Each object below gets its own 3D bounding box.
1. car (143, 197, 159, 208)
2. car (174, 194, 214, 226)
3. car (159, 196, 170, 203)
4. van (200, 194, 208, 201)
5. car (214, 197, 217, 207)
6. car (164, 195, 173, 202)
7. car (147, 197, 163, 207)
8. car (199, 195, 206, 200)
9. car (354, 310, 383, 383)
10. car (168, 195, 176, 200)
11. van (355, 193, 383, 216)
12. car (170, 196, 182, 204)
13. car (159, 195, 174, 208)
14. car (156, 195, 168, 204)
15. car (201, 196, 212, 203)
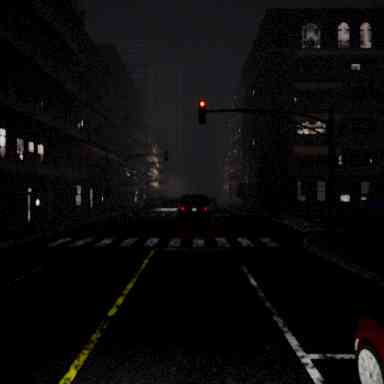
[{"bbox_3d":[-5.575,1.505,45.534,2.008,1.369,4.403,0,0,0],"label":"car"},{"bbox_3d":[0.158,1.192,23.249,2.150,2.045,5.566,0,0,0],"label":"car"},{"bbox_3d":[-5.516,1.527,67.645,1.802,1.307,4.206,-1,0,0],"label":"car"},{"bbox_3d":[2.893,1.283,78.673,1.690,1.788,3.998,-1,0,0],"label":"van"},{"bbox_3d":[2.819,1.392,51.034,1.967,1.590,4.097,-1,0,0],"label":"car"},{"bbox_3d":[-5.486,1.468,78.531,1.752,1.417,4.829,-1,0,0],"label":"car"},{"bbox_3d":[-5.560,1.518,51.061,1.947,1.339,4.313,0,0,0],"label":"car"},{"bbox_3d":[2.939,1.487,95.257,1.887,1.381,4.507,-1,0,0],"label":"car"},{"bbox_3d":[2.688,1.542,2.035,1.887,1.381,4.507,0,0,0],"label":"car"},{"bbox_3d":[-5.455,1.524,89.757,1.802,1.307,4.206,-1,0,0],"label":"car"},{"bbox_3d":[15.715,1.002,27.570,3.998,1.788,1.690,-1,1,-1],"label":"van"},{"bbox_3d":[-2.897,1.511,61.661,1.994,1.385,4.181,0,0,1],"label":"car"},{"bbox_3d":[-2.973,1.518,45.278,1.994,1.385,4.181,0,0,0],"label":"car"},{"bbox_3d":[-5.532,1.387,62.117,1.967,1.590,4.097,-1,0,0],"label":"car"},{"bbox_3d":[2.865,1.495,67.617,2.008,1.369,4.403,-1,0,0],"label":"car"}]
